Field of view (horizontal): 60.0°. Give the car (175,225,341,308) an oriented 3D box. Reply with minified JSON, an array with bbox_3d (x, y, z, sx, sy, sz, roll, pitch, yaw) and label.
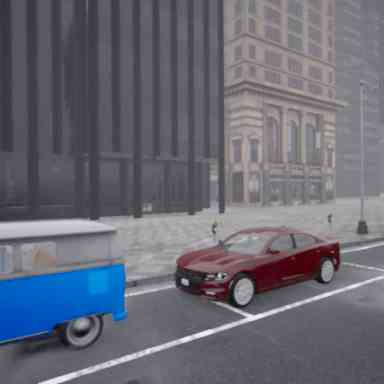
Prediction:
[{"bbox_3d":[1.695,1.517,7.863,4.507,1.381,1.887,0,0,-36],"label":"car"}]

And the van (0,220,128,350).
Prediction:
[{"bbox_3d":[-2.897,1.340,4.587,3.998,1.788,1.690,0,0,-36],"label":"van"}]
